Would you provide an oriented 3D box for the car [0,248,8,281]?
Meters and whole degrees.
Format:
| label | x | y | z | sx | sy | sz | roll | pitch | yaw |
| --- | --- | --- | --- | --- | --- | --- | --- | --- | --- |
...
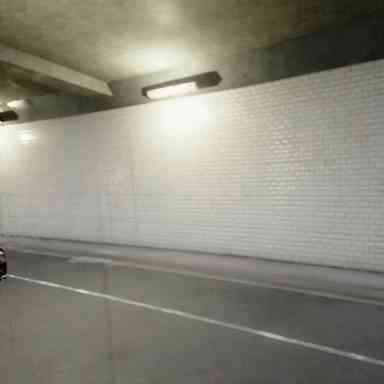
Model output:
| label | x | y | z | sx | sy | sz | roll | pitch | yaw |
| --- | --- | --- | --- | --- | --- | --- | --- | --- | --- |
| car | -6.293 | 1.524 | 7.628 | 4.902 | 1.511 | 2.128 | 0 | 0 | 30 |
